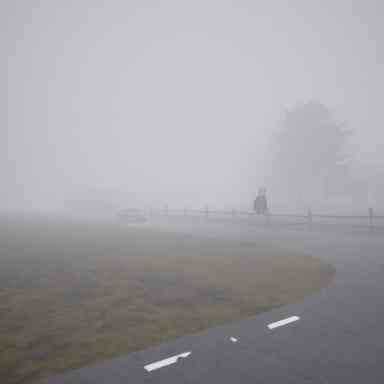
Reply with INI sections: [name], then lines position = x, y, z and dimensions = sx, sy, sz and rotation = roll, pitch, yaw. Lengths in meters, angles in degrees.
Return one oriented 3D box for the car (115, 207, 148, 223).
[car]
position = -6.104, 2.299, 33.116
dimensions = 1.837, 1.490, 4.892
rotation = -1, -1, -35
